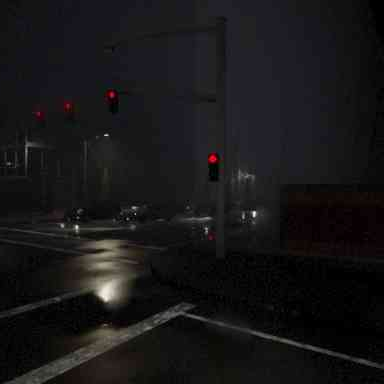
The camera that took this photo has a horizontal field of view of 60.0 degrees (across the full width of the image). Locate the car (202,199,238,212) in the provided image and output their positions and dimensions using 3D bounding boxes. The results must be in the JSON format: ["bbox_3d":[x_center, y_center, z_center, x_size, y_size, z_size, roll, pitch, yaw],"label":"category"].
[{"bbox_3d":[3.642,1.601,41.701,2.033,1.411,5.357,0,0,35],"label":"car"}]

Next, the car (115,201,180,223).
[{"bbox_3d":[-3.369,1.654,25.901,1.895,1.301,4.718,0,0,36],"label":"car"}]

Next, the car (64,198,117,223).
[{"bbox_3d":[-7.634,1.405,25.952,2.097,1.767,4.553,0,0,36],"label":"car"}]

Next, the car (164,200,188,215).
[{"bbox_3d":[-2.315,1.558,33.383,1.837,1.490,4.892,0,0,36],"label":"car"}]

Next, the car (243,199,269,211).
[{"bbox_3d":[8.120,1.579,41.921,1.812,1.442,4.674,0,0,36],"label":"car"}]

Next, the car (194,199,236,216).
[{"bbox_3d":[2.149,1.531,33.603,1.882,1.535,5.008,0,0,35],"label":"car"}]
